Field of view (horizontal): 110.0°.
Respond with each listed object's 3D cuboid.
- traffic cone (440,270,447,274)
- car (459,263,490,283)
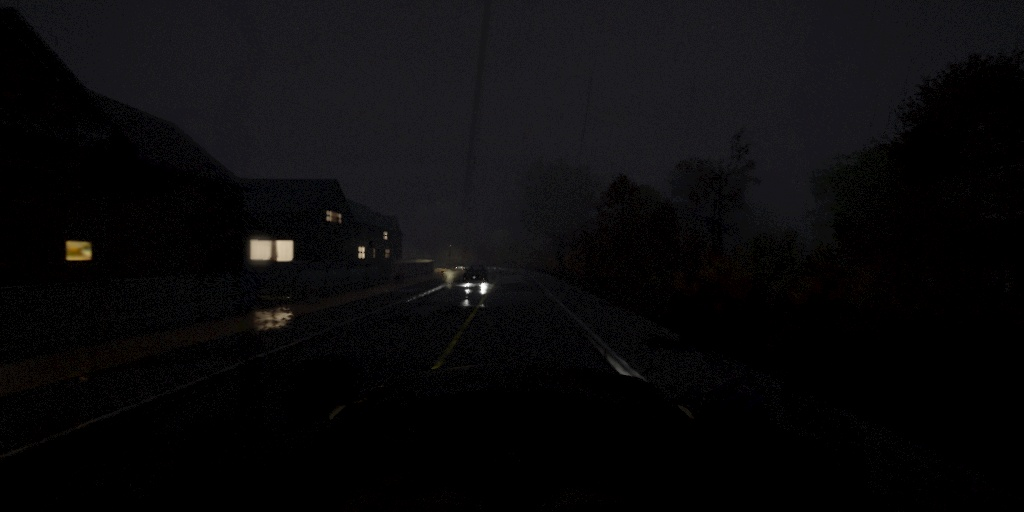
[{"bbox_3d":[-5.524,0.969,28.067,0.340,0.580,0.340,0,0,23],"label":"traffic cone"},{"bbox_3d":[-2.874,1.442,29.318,1.994,1.385,4.181,0,0,0],"label":"car"}]
